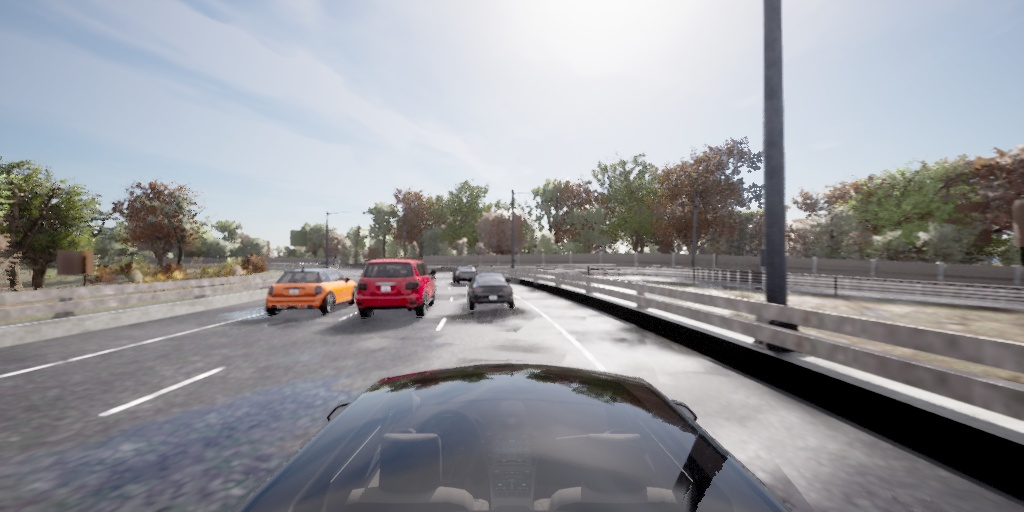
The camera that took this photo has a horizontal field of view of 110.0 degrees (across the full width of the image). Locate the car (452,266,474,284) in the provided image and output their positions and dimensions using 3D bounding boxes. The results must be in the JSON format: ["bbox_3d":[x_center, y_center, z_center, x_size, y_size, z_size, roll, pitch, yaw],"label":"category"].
[{"bbox_3d":[-4.103,1.634,31.264,2.128,1.511,4.902,0,-1,-15],"label":"car"}]

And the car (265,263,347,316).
[{"bbox_3d":[-7.891,1.297,14.685,2.097,1.767,4.553,0,-1,-7],"label":"car"}]

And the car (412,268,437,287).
[{"bbox_3d":[-7.351,1.738,29.884,1.895,1.301,4.718,0,-1,-15],"label":"car"}]

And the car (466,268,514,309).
[{"bbox_3d":[-1.022,1.462,16.053,1.812,1.442,4.674,0,0,-8],"label":"car"}]

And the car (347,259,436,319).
[{"bbox_3d":[-4.274,1.146,13.969,2.150,2.045,5.566,0,0,-7],"label":"car"}]
